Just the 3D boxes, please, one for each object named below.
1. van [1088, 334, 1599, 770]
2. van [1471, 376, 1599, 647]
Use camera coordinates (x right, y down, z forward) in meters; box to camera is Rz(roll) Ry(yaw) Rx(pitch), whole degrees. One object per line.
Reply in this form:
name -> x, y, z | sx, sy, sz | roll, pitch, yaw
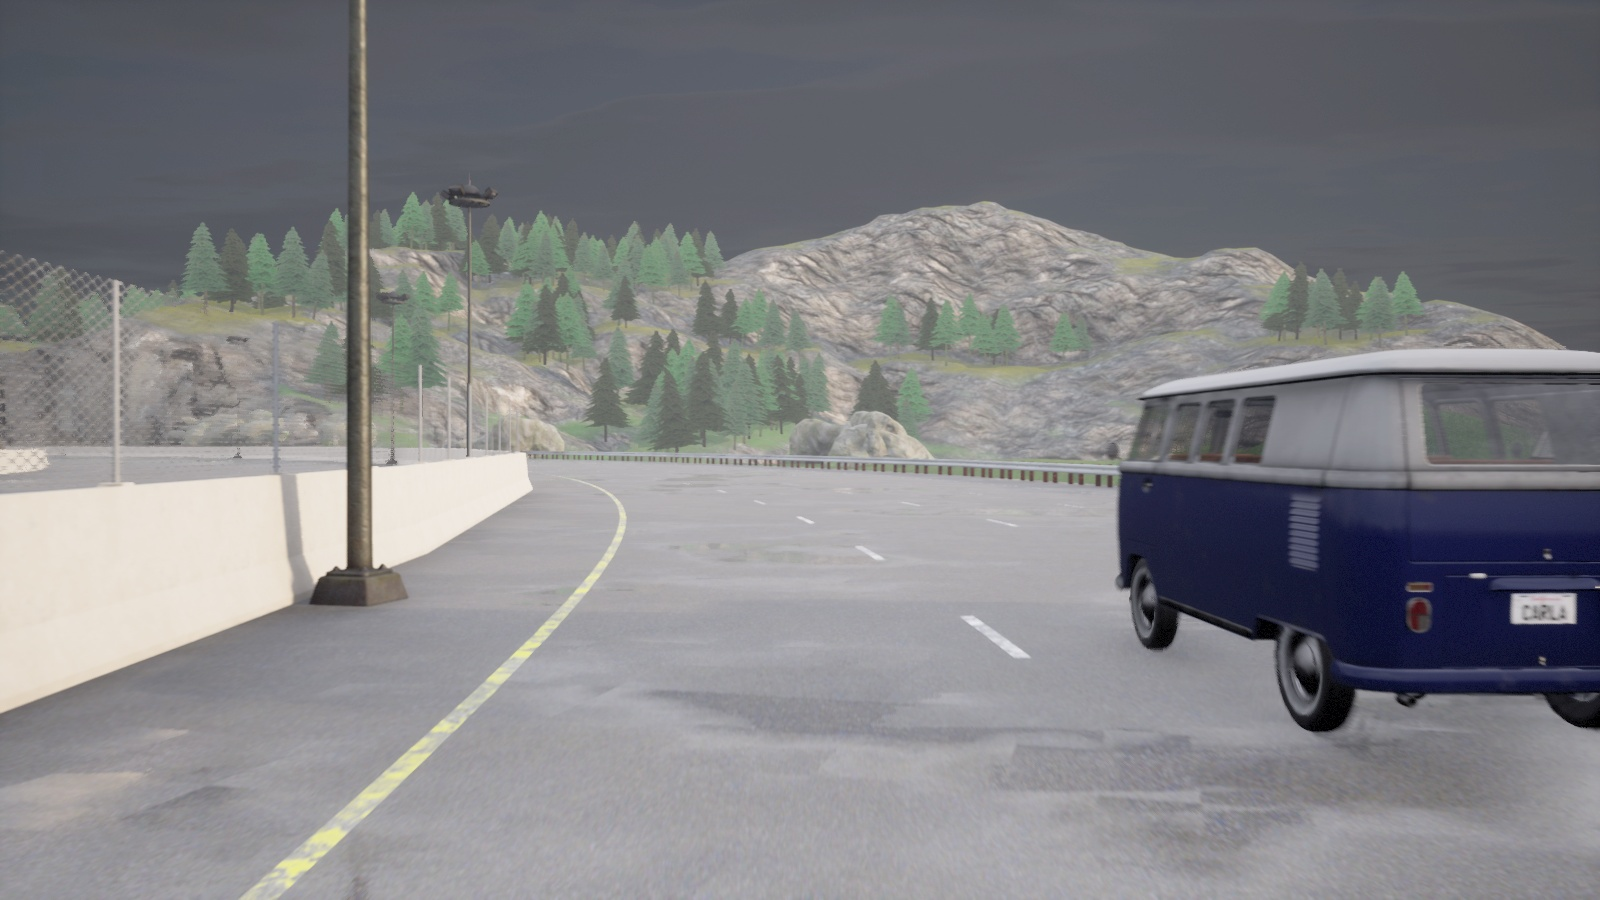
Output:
van -> 3.319, 0.457, 7.979 | 1.775, 1.987, 4.442 | 0, 0, -3
van -> 6.790, 0.455, 8.661 | 1.775, 1.987, 4.442 | 0, 0, -3
